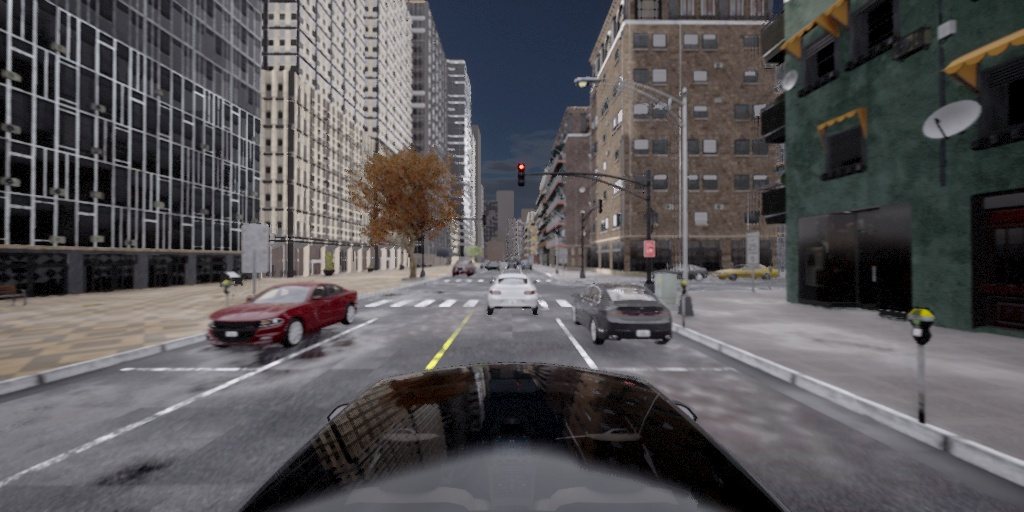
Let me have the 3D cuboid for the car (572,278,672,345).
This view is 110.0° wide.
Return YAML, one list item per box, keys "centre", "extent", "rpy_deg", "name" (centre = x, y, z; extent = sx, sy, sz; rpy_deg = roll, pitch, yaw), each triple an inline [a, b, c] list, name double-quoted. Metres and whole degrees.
- centre: [2.688, 1.368, 9.526]
  extent: [2.007, 1.370, 4.403]
  rpy_deg: [0, 0, 0]
  name: "car"

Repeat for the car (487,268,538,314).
- centre: [0.042, 1.384, 14.170]
  extent: [1.812, 1.442, 4.674]
  rpy_deg: [0, -1, 1]
  name: "car"

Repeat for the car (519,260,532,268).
- centre: [2.679, 1.893, 64.003]
  extent: [1.948, 1.339, 4.313]
  rpy_deg: [0, 0, 0]
  name: "car"

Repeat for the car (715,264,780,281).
- centre: [18.827, 1.231, 29.002]
  extent: [4.829, 1.417, 1.751]
  rpy_deg: [0, 0, -1]
  name: "car"

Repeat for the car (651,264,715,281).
- centre: [13.430, 1.333, 28.945]
  extent: [4.403, 1.370, 2.007]
  rpy_deg: [0, 0, -1]
  name: "car"

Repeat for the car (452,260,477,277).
- centre: [-5.698, 1.429, 41.911]
  extent: [2.192, 1.841, 5.009]
  rpy_deg: [0, 0, 0]
  name: "car"

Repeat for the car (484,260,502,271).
- centre: [-3.067, 1.637, 59.714]
  extent: [2.097, 1.767, 4.553]
  rpy_deg: [0, -1, 0]
  name: "car"

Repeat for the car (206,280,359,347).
- centre: [-5.692, 1.362, 9.525]
  extent: [1.888, 1.381, 4.507]
  rpy_deg: [0, 0, 0]
  name: "car"
